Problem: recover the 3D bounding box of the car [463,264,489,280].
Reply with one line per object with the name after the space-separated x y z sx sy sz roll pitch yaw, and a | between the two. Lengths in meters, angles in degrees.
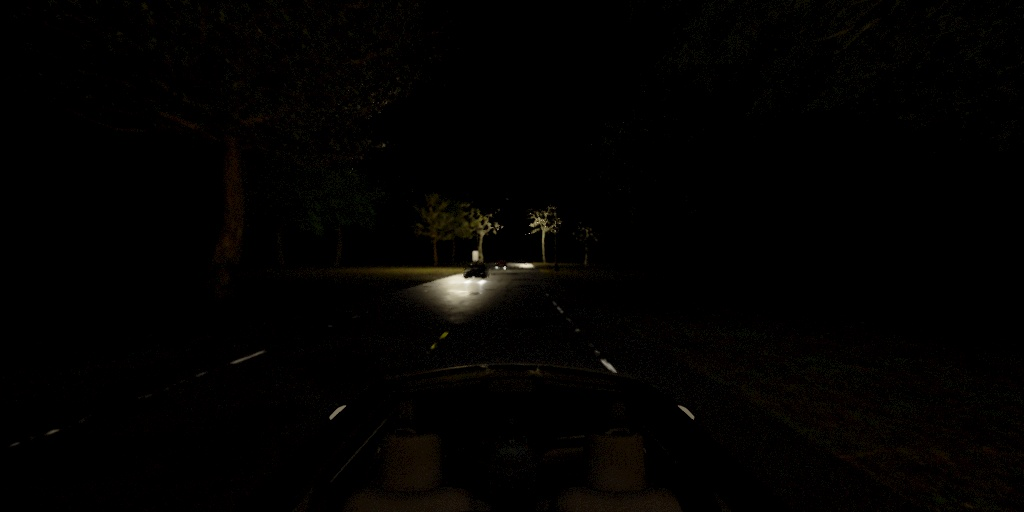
-3.197 1.401 32.864 2.033 1.411 5.357 0 0 1 | car
